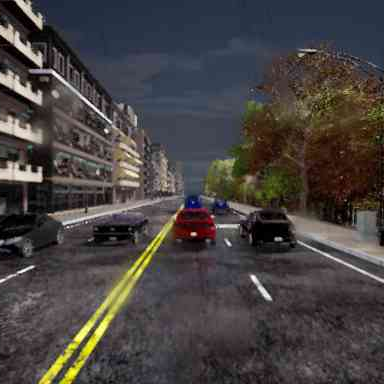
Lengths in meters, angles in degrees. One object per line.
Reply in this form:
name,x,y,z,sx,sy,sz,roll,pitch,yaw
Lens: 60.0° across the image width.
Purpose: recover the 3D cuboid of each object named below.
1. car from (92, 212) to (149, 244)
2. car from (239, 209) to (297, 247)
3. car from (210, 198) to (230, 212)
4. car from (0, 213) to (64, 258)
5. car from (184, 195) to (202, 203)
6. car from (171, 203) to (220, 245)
car,-3.308,1.652,16.175,1.895,1.301,4.718,0,0,0
car,3.329,1.555,15.177,1.837,1.490,4.892,0,0,0
car,3.370,1.483,40.586,2.097,1.767,4.553,0,0,0
car,-6.574,1.567,13.090,1.812,1.442,4.674,0,0,0
car,0.123,1.359,41.948,2.150,2.045,5.566,0,0,0
car,0.083,1.528,15.807,1.882,1.535,5.008,0,0,0
